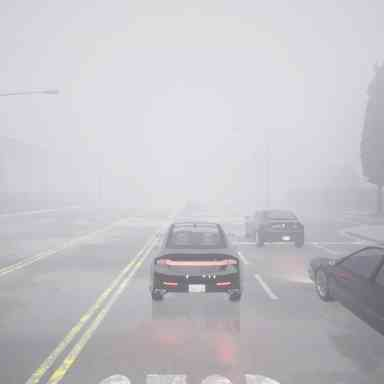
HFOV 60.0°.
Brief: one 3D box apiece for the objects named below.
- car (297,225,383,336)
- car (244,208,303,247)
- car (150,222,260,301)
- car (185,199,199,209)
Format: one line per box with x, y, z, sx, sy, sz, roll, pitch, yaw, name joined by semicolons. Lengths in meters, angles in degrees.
3.589;1.547;5.267;2.033;1.411;5.357;0;0;0;car
3.568;1.505;15.014;1.837;1.490;4.892;0;0;0;car
0.083;1.492;8.313;2.128;1.511;4.902;0;0;0;car
0.010;1.601;44.132;1.895;1.301;4.718;0;0;0;car
